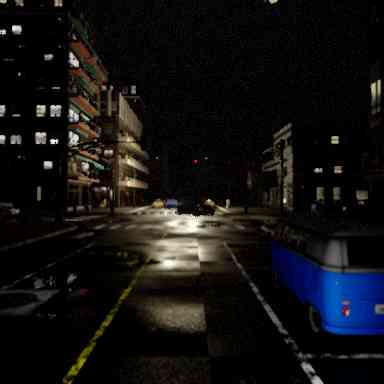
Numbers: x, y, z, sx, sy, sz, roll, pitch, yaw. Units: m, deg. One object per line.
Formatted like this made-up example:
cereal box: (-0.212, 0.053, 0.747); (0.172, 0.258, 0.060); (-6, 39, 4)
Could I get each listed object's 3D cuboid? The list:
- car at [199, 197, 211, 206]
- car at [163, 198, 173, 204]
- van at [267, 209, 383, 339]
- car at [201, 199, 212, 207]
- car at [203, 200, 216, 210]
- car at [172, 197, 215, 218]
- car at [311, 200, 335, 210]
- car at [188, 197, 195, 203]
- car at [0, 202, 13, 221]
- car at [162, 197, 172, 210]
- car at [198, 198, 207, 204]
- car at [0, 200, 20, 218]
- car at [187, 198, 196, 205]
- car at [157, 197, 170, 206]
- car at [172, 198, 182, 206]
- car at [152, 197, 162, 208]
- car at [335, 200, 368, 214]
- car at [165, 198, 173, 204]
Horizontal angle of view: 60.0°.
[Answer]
car: (2.649, 1.867, 67.836); (2.192, 1.841, 5.009); (0, -1, 0)
car: (-5.740, 2.203, 78.906); (2.008, 1.369, 4.403); (0, -1, 0)
van: (2.657, 1.390, 6.433); (1.690, 1.788, 3.998); (0, 0, 0)
car: (2.652, 2.085, 62.295); (1.802, 1.307, 4.206); (0, -1, 0)
car: (2.659, 1.934, 51.387); (1.752, 1.417, 4.829); (0, 0, 0)
car: (0.334, 1.629, 33.958); (2.097, 1.767, 4.553); (1, -1, -36)
car: (14.888, 1.790, 33.118); (5.008, 1.535, 1.882); (0, -1, 0)
car: (-0.057, 2.104, 88.024); (1.882, 1.535, 5.008); (0, -1, 0)
car: (-17.484, 1.732, 27.229); (4.206, 1.307, 1.802); (0, -1, 0)
car: (-3.128, 1.887, 51.450); (1.882, 1.535, 5.008); (0, -1, 0)
car: (2.637, 2.254, 84.450); (2.008, 1.369, 4.403); (0, -1, 0)
car: (-18.399, 1.401, 29.818); (5.566, 2.045, 2.150); (0, -1, 0)
car: (-0.051, 2.180, 77.603); (2.033, 1.411, 5.357); (0, -1, 0)
car: (-5.731, 1.867, 67.830); (2.192, 1.841, 5.009); (0, 0, 0)
car: (-3.048, 2.079, 68.018); (1.812, 1.442, 4.674); (0, 0, 0)
car: (-5.725, 1.979, 56.579); (1.752, 1.417, 4.829); (0, 0, 0)
car: (14.904, 1.557, 27.332); (5.009, 1.841, 2.192); (0, -1, 0)
car: (-5.743, 2.227, 84.275); (1.752, 1.417, 4.829); (0, -1, 0)
